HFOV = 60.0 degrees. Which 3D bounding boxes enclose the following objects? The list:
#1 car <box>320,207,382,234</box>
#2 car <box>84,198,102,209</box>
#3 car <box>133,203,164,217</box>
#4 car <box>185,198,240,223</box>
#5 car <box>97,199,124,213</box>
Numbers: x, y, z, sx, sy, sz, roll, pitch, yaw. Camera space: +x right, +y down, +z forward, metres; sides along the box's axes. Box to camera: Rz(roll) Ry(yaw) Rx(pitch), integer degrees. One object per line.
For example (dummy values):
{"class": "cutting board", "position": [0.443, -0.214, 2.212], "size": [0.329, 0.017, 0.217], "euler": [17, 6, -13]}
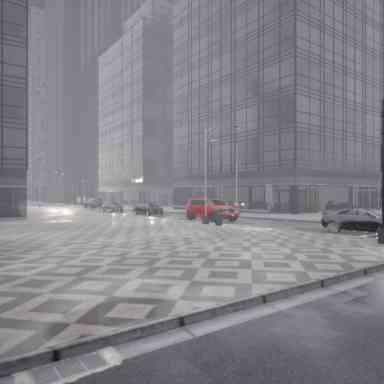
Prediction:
{"class": "car", "position": [9.608, 1.612, 18.389], "size": [2.128, 1.511, 4.902], "euler": [0, -1, -39]}
{"class": "car", "position": [-18.271, 2.149, 61.882], "size": [2.150, 2.045, 5.566], "euler": [0, -1, -37]}
{"class": "car", "position": [-5.080, 1.979, 38.230], "size": [1.882, 1.535, 5.008], "euler": [0, -1, -36]}
{"class": "car", "position": [1.640, 1.550, 28.954], "size": [2.150, 2.045, 5.566], "euler": [0, -1, -36]}
{"class": "car", "position": [-11.206, 2.170, 46.753], "size": [1.837, 1.490, 4.892], "euler": [0, -1, -35]}
